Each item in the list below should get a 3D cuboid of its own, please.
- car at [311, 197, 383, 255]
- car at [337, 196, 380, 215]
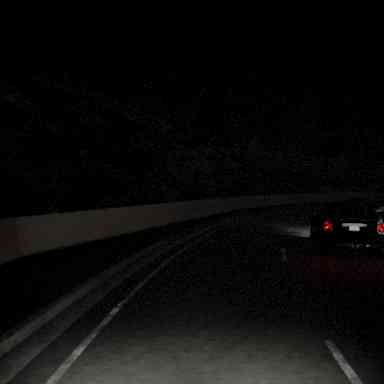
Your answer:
[{"bbox_3d":[5.791,1.172,12.742,2.097,1.767,4.553,0,1,15],"label":"car"},{"bbox_3d":[14.877,1.132,29.548,2.033,1.411,5.357,1,1,41],"label":"car"}]
